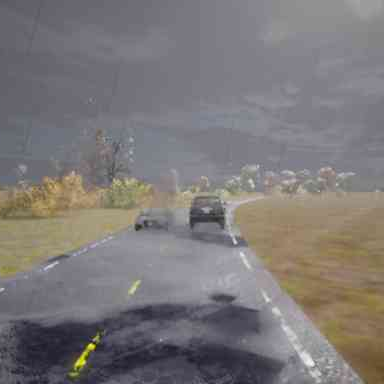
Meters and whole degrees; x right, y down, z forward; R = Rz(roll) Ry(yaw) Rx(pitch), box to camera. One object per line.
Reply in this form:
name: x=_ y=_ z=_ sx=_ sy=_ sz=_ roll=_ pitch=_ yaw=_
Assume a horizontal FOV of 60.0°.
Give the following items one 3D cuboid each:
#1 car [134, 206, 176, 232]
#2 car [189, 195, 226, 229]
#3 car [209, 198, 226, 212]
car: x=-2.151 y=1.574 z=20.165 sx=1.994 sy=1.385 sz=4.181 roll=0 pitch=0 yaw=4
car: x=1.068 y=1.237 z=22.032 sx=2.150 sy=2.045 sz=5.566 roll=0 pitch=0 yaw=5
car: x=3.125 y=1.544 z=40.189 sx=1.812 sy=1.442 sz=4.674 roll=0 pitch=0 yaw=8
